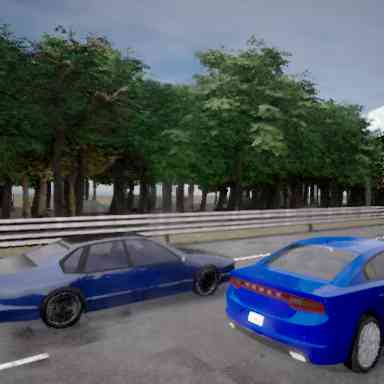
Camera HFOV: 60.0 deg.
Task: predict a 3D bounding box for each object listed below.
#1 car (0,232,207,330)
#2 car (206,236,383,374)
[{"bbox_3d":[-1.533,1.567,6.948,5.357,1.411,2.033,0,0,-35],"label":"car"},{"bbox_3d":[2.849,1.518,5.769,5.008,1.535,1.882,1,0,-35],"label":"car"}]
